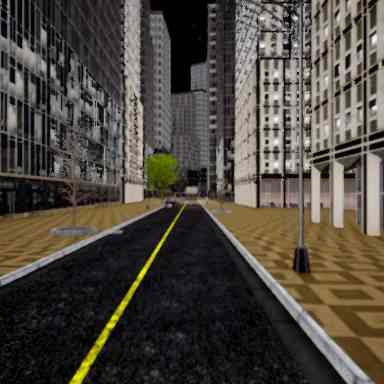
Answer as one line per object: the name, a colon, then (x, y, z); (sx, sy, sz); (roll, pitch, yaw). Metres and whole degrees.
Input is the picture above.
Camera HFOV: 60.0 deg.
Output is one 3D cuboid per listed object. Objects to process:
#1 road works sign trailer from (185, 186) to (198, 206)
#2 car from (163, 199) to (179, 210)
road works sign trailer: (-0.031, 0.721, 61.684); (2.380, 3.560, 2.880); (0, 0, 0)
car: (-2.850, 1.669, 46.005); (2.128, 1.511, 4.902); (0, 0, 0)
